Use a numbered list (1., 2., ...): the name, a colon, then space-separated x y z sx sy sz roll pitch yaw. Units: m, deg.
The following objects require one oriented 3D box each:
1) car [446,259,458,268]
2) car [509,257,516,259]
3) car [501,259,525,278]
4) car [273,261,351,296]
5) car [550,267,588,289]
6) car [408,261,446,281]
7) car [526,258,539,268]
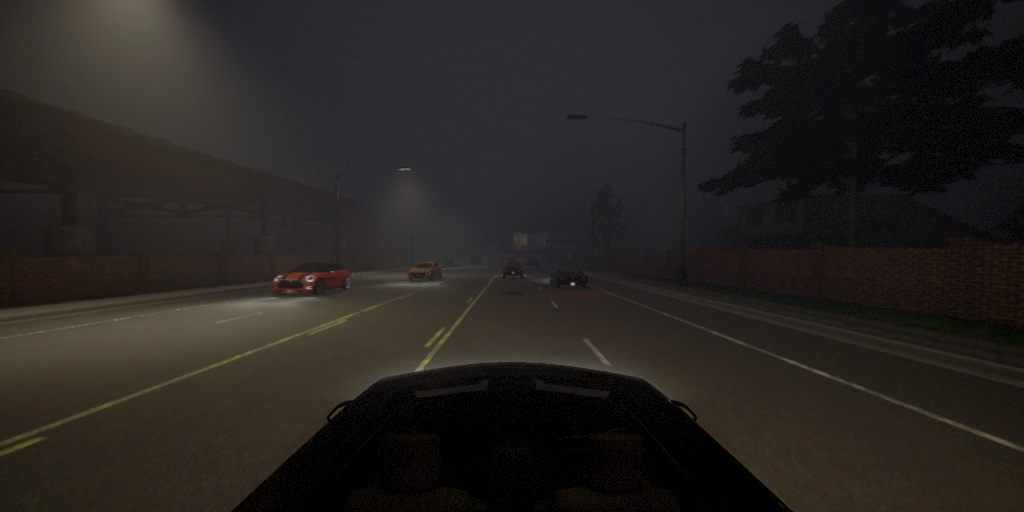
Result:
1. car: -10.520 1.288 61.493 1.837 1.490 4.892 0 1 0
2. car: 0.089 1.101 62.760 2.097 1.767 4.553 0 0 0
3. car: 0.095 1.276 33.184 1.812 1.442 4.674 0 0 0
4. car: -10.587 1.091 19.312 2.097 1.767 4.553 0 0 0
5. car: 3.602 1.354 23.454 1.895 1.301 4.718 0 0 0
6. car: -7.084 1.220 29.628 1.882 1.535 5.008 0 0 0
7. car: 3.589 1.105 63.095 2.097 1.767 4.553 0 0 0
